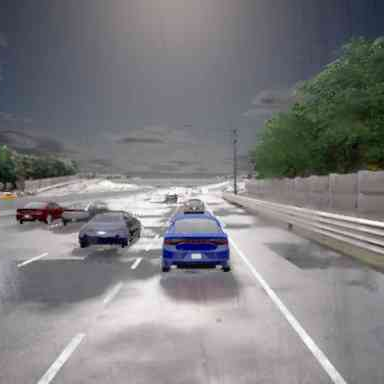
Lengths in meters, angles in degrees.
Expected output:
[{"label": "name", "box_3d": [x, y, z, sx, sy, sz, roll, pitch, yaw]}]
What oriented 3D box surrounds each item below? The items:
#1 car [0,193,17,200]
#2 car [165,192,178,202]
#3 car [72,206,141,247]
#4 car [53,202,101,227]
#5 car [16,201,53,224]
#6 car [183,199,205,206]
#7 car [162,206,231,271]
[{"label": "car", "box_3d": [-27.814, 0.867, 48.980, 1.882, 1.535, 5.008, 0, 1, 1]}, {"label": "car", "box_3d": [-3.213, 0.798, 53.123, 2.128, 1.511, 4.902, 0, 1, 1]}, {"label": "car", "box_3d": [-3.478, 1.525, 14.781, 1.994, 1.385, 4.181, 0, 0, 0]}, {"label": "car", "box_3d": [-6.850, 1.382, 21.707, 2.128, 1.511, 4.902, 0, 1, 0]}, {"label": "car", "box_3d": [-10.343, 1.347, 23.346, 1.882, 1.535, 5.008, 0, 1, 0]}, {"label": "car", "box_3d": [0.187, 1.328, 29.199, 2.033, 1.411, 5.357, 0, 1, 0]}, {"label": "car", "box_3d": [0.113, 1.461, 10.871, 1.882, 1.535, 5.008, 0, 0, 0]}]
